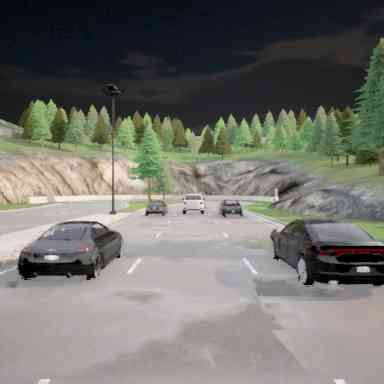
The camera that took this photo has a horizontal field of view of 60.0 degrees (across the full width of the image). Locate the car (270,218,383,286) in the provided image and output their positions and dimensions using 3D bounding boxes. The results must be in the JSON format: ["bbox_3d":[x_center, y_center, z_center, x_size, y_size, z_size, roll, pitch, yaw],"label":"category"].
[{"bbox_3d":[3.604,1.477,9.465,1.882,1.535,5.008,0,0,0],"label":"car"}]

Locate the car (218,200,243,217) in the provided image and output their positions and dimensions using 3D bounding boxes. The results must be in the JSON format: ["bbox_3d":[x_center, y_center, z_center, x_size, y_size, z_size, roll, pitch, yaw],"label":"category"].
[{"bbox_3d":[3.614,1.492,31.551,2.128,1.511,4.902,0,0,0],"label":"car"}]

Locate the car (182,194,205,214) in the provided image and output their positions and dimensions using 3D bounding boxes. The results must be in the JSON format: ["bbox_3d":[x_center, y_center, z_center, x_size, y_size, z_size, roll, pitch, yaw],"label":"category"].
[{"bbox_3d":[0.151,1.221,35.194,2.150,2.045,5.566,0,0,0],"label":"car"}]

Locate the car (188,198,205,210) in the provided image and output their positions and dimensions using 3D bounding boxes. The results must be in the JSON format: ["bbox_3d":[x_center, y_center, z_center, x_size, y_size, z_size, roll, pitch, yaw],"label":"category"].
[{"bbox_3d":[0.657,1.564,44.537,1.994,1.385,4.181,0,0,6],"label":"car"}]

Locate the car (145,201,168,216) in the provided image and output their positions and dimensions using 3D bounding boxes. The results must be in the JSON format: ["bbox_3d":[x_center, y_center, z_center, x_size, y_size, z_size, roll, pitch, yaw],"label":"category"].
[{"bbox_3d":[-3.383,1.547,32.448,2.033,1.411,5.357,0,0,0],"label":"car"}]

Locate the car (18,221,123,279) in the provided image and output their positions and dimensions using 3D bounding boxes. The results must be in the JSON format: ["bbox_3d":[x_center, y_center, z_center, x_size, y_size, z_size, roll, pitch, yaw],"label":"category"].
[{"bbox_3d":[-3.397,1.564,10.071,1.994,1.385,4.181,0,0,0],"label":"car"}]
